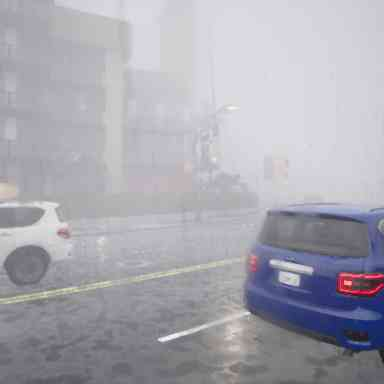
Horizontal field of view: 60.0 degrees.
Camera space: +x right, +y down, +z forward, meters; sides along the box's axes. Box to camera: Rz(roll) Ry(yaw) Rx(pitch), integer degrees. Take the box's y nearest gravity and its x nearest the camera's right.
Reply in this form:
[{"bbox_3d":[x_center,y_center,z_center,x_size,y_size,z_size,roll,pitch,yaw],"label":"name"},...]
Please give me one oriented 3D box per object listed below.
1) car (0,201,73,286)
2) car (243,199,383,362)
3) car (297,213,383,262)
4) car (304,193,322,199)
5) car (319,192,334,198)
[{"bbox_3d":[-5.808,1.253,8.028,5.566,2.045,2.150,0,0,-35],"label":"car"},{"bbox_3d":[3.329,1.235,5.965,5.566,2.045,2.150,1,-1,-39],"label":"car"},{"bbox_3d":[6.221,1.640,13.249,4.718,1.301,1.895,0,0,-45],"label":"car"},{"bbox_3d":[15.748,1.446,42.992,2.150,2.045,5.566,0,0,10],"label":"car"},{"bbox_3d":[35.584,1.505,85.571,2.185,1.767,4.553,0,0,-23],"label":"car"}]
